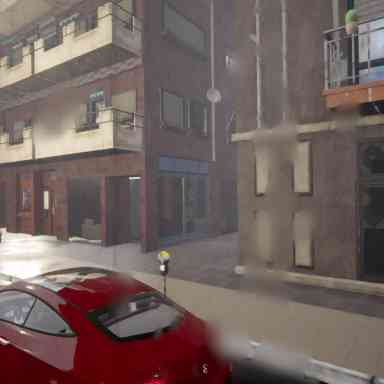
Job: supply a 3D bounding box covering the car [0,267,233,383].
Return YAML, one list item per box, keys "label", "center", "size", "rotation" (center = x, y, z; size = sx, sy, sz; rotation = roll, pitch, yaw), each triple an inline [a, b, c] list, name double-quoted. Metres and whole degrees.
- label: "car"
  center: [-1.545, 1.583, 3.955]
  size: [4.206, 1.307, 1.802]
  rotation: [0, -1, 36]
